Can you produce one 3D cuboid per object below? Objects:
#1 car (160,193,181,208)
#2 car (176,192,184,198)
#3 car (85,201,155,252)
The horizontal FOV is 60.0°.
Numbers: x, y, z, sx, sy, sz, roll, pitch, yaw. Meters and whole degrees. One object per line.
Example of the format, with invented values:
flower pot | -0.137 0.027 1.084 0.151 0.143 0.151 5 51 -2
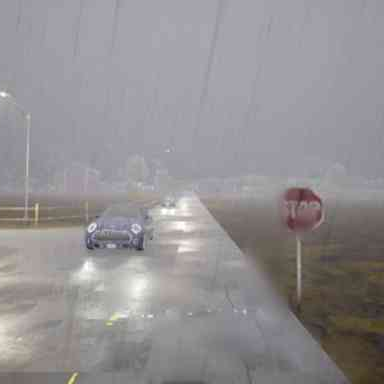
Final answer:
car | -2.918 1.258 41.926 2.128 1.511 4.902 0 2 0
car | -3.112 0.687 80.994 1.837 1.490 4.892 0 1 0
car | -2.767 1.281 13.677 2.097 1.767 4.553 1 0 0
